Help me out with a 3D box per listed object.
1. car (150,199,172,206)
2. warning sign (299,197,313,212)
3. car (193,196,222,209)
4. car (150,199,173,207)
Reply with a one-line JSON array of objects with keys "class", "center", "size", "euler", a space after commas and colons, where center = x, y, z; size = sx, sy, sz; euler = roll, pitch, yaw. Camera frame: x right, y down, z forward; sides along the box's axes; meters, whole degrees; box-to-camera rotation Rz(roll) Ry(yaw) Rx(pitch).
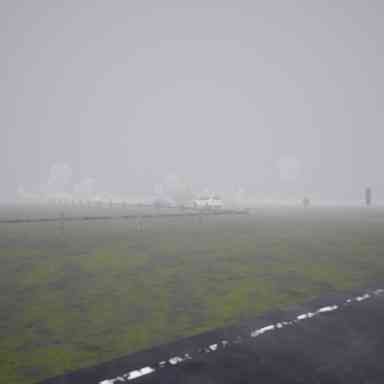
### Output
[{"class": "car", "center": [-6.112, 2.017, 64.887], "size": [2.033, 1.411, 5.357], "euler": [1, -1, -35]}, {"class": "warning sign", "center": [13.882, 1.503, 40.644], "size": [1.300, 1.860, 1.060], "euler": [1, 0, -35]}, {"class": "car", "center": [2.408, 1.634, 52.740], "size": [2.150, 2.045, 5.566], "euler": [1, 0, -35]}, {"class": "car", "center": [-5.249, 1.938, 58.859], "size": [1.837, 1.490, 4.892], "euler": [1, -1, -35]}]
